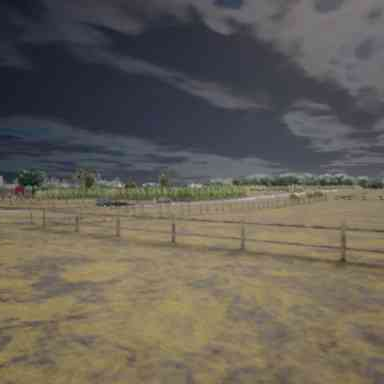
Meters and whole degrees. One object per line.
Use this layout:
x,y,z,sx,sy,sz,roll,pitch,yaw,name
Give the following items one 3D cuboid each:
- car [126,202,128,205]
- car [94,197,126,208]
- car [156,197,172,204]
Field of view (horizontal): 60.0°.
-15.337,2.415,69.045,1.895,1.301,4.718,-2,-1,36,car
-15.753,2.006,62.478,2.150,2.045,5.566,-2,-1,36,car
-6.541,2.004,75.312,1.837,1.490,4.892,-2,-1,36,car
